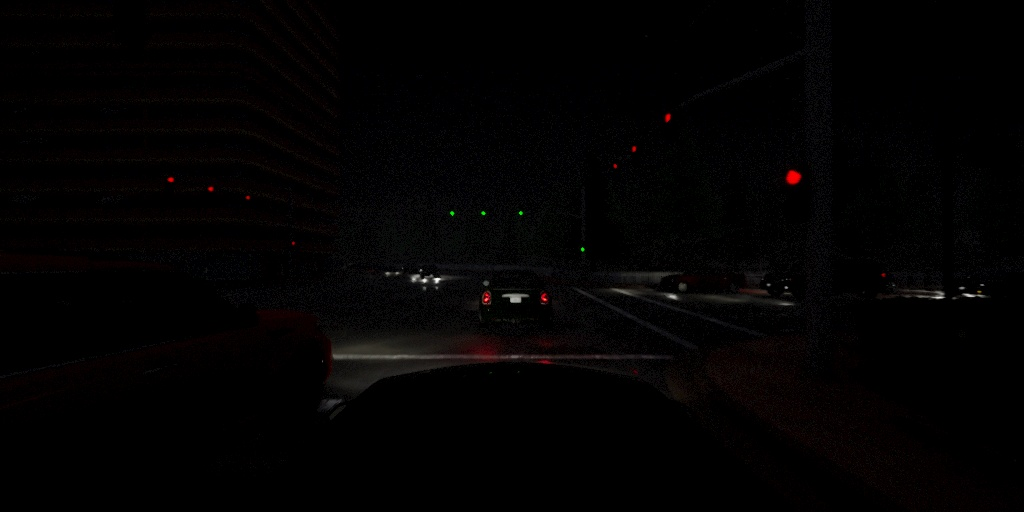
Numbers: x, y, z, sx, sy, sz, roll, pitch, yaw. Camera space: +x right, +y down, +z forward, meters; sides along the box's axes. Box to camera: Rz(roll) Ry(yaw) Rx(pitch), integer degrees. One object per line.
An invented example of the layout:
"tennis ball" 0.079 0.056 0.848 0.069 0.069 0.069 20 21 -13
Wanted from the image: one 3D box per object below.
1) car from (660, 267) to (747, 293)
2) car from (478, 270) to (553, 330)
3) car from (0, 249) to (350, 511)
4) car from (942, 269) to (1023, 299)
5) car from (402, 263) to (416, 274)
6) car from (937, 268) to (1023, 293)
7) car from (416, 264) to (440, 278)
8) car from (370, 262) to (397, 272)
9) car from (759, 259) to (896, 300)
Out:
"car" 11.935 1.458 22.524 5.008 1.535 1.882 0 0 0
"car" 0.097 1.225 11.833 2.097 1.767 4.553 0 0 0
"car" -3.446 0.979 2.379 2.150 2.045 5.566 0 0 0
"car" 25.759 1.513 18.908 4.181 1.385 1.994 0 0 1
"car" -13.265 1.634 48.042 2.128 1.511 4.902 0 -1 -33
"car" 29.938 1.504 22.377 4.674 1.442 1.812 0 0 1
"car" -8.999 1.614 39.040 2.033 1.411 5.357 0 -1 -18
"car" -19.813 1.689 56.052 5.008 1.535 1.882 0 -1 43
"car" 16.363 1.172 18.993 5.566 2.045 2.150 0 0 0
